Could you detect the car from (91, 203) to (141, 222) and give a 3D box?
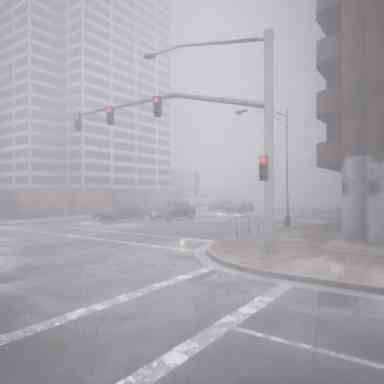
[{"bbox_3d":[-5.765,1.647,27.952,2.033,1.411,5.357,0,0,35],"label":"car"}]

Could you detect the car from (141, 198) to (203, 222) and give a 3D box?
[{"bbox_3d":[-1.560,1.574,27.841,2.128,1.511,4.902,0,0,35],"label":"car"}]

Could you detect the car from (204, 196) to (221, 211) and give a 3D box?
[{"bbox_3d":[3.875,1.607,41.576,1.837,1.490,4.892,0,-1,36],"label":"car"}]

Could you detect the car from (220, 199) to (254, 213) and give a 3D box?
[{"bbox_3d":[5.437,1.609,37.733,1.812,1.442,4.674,0,0,35],"label":"car"}]
